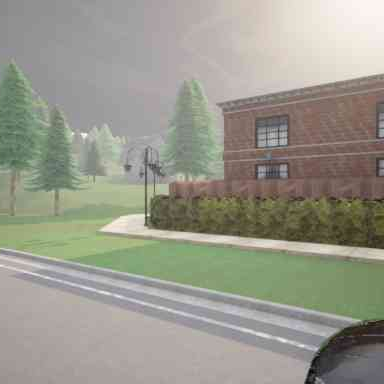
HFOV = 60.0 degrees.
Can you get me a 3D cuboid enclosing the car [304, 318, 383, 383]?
[{"bbox_3d":[3.134,1.492,1.744,4.902,1.511,2.128,0,0,36],"label":"car"}]
